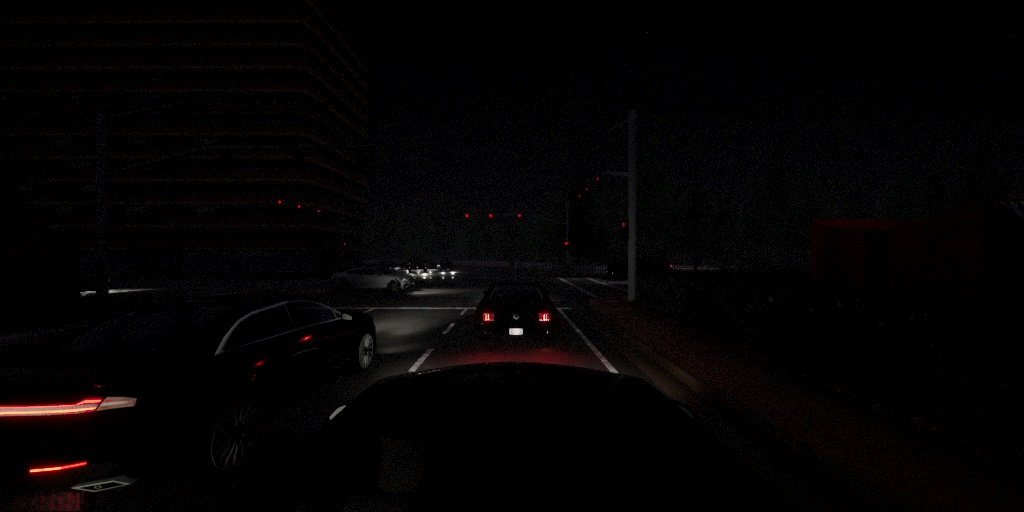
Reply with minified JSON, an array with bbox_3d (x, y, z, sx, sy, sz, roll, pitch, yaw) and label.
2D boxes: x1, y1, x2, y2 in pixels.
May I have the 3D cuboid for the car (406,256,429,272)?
[{"bbox_3d":[-11.794,0.971,44.803,2.150,2.045,5.566,0,0,-15],"label":"car"}]

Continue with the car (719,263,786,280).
[{"bbox_3d":[20.856,1.331,31.238,4.674,1.442,1.812,0,0,0],"label":"car"}]

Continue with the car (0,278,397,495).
[{"bbox_3d":[-3.426,1.242,4.729,2.128,1.511,4.902,0,0,0],"label":"car"}]

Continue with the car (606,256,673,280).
[{"bbox_3d":[11.089,1.027,31.359,5.566,2.045,2.150,0,0,1],"label":"car"}]

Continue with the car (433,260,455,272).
[{"bbox_3d":[-8.870,1.297,47.747,2.033,1.411,5.357,0,0,-18],"label":"car"}]

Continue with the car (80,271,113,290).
[{"bbox_3d":[-26.868,1.353,20.994,5.357,1.411,2.033,0,0,1],"label":"car"}]

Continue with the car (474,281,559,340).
[{"bbox_3d":[0.113,1.351,9.993,1.895,1.301,4.718,0,0,1],"label":"car"}]

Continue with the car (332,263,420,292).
[{"bbox_3d":[-8.070,1.324,20.821,4.674,1.442,1.812,0,0,0],"label":"car"}]

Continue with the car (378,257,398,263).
[{"bbox_3d":[-21.422,1.314,61.633,4.181,1.385,1.994,0,0,43],"label":"car"}]

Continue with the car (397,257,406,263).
[{"bbox_3d":[-15.360,1.276,53.778,1.812,1.442,4.674,0,0,-31],"label":"car"}]

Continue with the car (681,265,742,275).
[{"bbox_3d":[15.646,1.406,27.799,4.718,1.301,1.895,0,0,1],"label":"car"}]

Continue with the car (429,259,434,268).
[{"bbox_3d":[-12.891,1.255,56.433,1.837,1.490,4.892,0,0,-32],"label":"car"}]

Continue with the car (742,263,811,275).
[{"bbox_3d":[16.497,1.297,20.590,4.902,1.511,2.128,0,0,1],"label":"car"}]
